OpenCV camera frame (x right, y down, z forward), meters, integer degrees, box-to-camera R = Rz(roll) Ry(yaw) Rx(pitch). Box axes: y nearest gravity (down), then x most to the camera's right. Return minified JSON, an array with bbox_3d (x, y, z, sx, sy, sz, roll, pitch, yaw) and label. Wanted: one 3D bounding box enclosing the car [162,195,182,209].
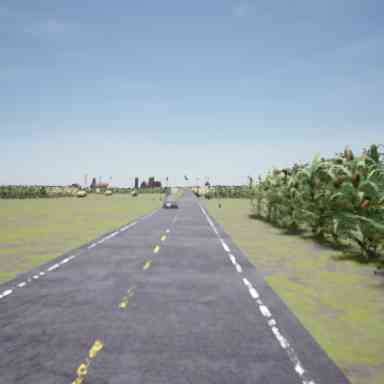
[{"bbox_3d":[-2.827,1.450,43.535,2.128,1.511,4.902,0,0,0],"label":"car"}]
